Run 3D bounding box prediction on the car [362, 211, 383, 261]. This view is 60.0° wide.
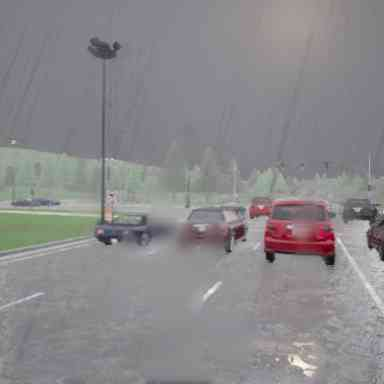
[{"bbox_3d":[7.739,1.654,12.272,1.812,1.442,4.674,0,0,20],"label":"car"}]

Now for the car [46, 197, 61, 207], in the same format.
[{"bbox_3d":[-23.510,1.588,53.760,5.008,1.535,1.882,0,0,21],"label":"car"}]

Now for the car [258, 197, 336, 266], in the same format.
[{"bbox_3d":[4.038,1.320,12.339,2.150,2.045,5.566,0,0,20],"label":"car"}]

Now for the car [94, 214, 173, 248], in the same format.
[{"bbox_3d":[-2.323,1.666,15.317,1.895,1.301,4.718,0,0,20],"label":"car"}]

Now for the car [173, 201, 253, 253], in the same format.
[{"bbox_3d":[1.131,1.441,14.580,2.097,1.767,4.553,0,0,20],"label":"car"}]

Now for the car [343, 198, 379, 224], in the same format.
[{"bbox_3d":[13.530,1.475,26.590,2.150,2.045,5.566,-1,-1,32],"label":"car"}]

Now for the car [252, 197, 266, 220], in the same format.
[{"bbox_3d":[6.656,1.438,30.125,2.150,2.045,5.566,0,0,20],"label":"car"}]

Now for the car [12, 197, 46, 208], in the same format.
[{"bbox_3d":[-25.152,1.606,50.638,4.674,1.442,1.812,0,0,21],"label":"car"}]

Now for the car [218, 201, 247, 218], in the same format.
[{"bbox_3d":[4.210,1.696,33.693,1.882,1.535,5.008,0,0,20],"label":"car"}]

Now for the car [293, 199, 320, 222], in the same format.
[{"bbox_3d":[10.188,1.595,29.621,2.097,1.767,4.553,0,0,20],"label":"car"}]
